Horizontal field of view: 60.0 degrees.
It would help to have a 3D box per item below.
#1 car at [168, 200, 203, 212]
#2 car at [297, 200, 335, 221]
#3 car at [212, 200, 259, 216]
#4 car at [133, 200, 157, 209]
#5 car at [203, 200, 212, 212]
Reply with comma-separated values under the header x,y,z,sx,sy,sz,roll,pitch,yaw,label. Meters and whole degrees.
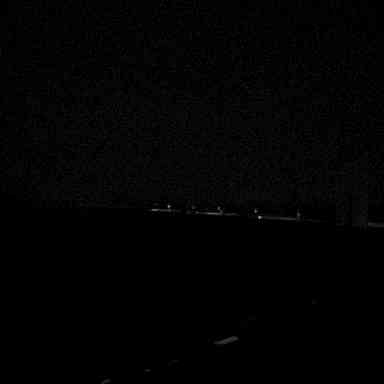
x,y,z,sx,sy,sz,roll,pitch,yaw,label
-1.240,1.732,42.519,2.128,1.511,4.902,1,-1,-36,car
10.665,1.424,26.123,2.097,1.767,4.553,1,-1,-38,car
4.748,1.640,34.208,2.128,1.511,4.902,1,-1,-36,car
-7.255,1.942,50.921,1.895,1.301,4.718,1,-1,-35,car
1.727,1.761,43.438,1.882,1.535,5.008,1,-1,-36,car
